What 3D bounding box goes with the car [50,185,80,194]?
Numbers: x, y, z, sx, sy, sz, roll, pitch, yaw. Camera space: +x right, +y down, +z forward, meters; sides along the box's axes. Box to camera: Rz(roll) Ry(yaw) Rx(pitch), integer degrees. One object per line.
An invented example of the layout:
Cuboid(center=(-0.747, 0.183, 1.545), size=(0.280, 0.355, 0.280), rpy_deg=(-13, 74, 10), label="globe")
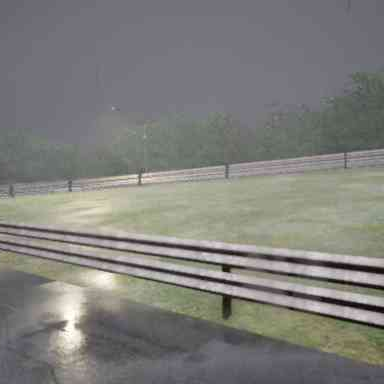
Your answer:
Cuboid(center=(-18.521, -0.312, 48.612), size=(4.674, 1.442, 1.812), rpy_deg=(-4, -2, 23), label="car")
